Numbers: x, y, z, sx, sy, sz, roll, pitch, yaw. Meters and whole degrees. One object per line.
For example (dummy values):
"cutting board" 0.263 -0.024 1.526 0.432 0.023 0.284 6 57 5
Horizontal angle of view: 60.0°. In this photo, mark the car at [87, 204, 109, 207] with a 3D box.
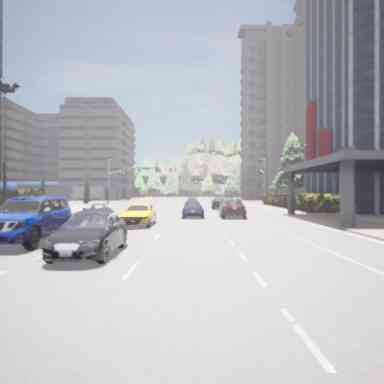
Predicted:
"car" -7.004 1.565 24.507 1.994 1.385 4.181 0 0 0

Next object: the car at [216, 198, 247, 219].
"car" 3.512 1.356 29.398 2.097 1.767 4.553 0 0 0

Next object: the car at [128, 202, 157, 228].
"car" -3.504 1.479 22.306 1.882 1.535 5.008 0 0 0

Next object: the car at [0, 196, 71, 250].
"car" -7.042 1.222 14.524 2.150 2.045 5.566 0 0 1

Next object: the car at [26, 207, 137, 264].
"car" -3.563 1.493 11.860 2.128 1.511 4.902 0 0 0

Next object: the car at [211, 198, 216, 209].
"car" 3.549 1.483 44.400 1.882 1.535 5.008 0 0 0

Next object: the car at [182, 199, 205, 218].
"car" 0.097 1.567 29.776 1.994 1.385 4.181 0 0 0
